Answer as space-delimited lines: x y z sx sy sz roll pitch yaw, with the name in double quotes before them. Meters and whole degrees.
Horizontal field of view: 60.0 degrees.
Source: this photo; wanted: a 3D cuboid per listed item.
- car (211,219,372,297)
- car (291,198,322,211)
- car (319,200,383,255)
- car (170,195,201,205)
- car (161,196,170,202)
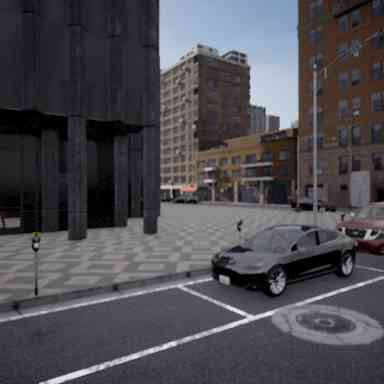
"car" 2.487 1.543 8.543 4.313 1.339 1.947 0 0 -36
"car" 12.558 1.337 34.262 1.882 1.535 5.008 0 0 -35
"car" 7.077 1.274 11.819 5.009 1.841 2.192 0 0 -36
"car" -1.136 1.452 54.142 1.895 1.301 4.718 0 0 -34
"car" -6.079 1.404 66.684 1.895 1.301 4.718 0 0 -35
